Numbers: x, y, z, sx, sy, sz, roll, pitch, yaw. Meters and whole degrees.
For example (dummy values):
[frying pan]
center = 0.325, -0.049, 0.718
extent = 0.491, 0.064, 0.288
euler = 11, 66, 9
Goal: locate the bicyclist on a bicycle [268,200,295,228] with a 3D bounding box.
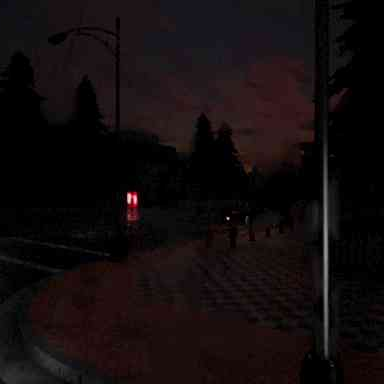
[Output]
[bicyclist on a bicycle]
center = 5.287, 1.311, 19.725
extent = 1.656, 1.620, 0.582
euler = 0, 0, 35

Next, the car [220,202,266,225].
[car]
center = 3.795, 1.512, 24.214
extent = 1.837, 1.490, 4.892
euler = 0, 0, 35
